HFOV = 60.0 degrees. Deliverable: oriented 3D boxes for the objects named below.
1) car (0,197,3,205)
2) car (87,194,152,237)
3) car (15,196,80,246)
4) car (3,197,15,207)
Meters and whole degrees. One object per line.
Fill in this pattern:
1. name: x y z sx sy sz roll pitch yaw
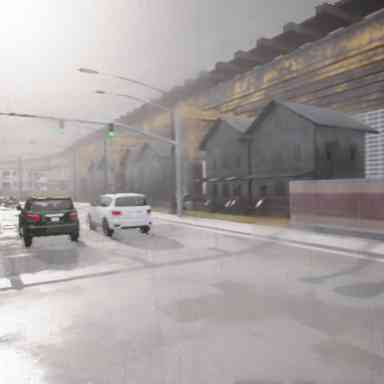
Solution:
1. car: -34.181 1.593 60.498 2.128 1.511 4.902 -2 1 -44
2. car: -3.994 1.119 17.751 2.150 2.045 5.566 -1 1 -30
3. car: -6.855 1.194 15.690 2.150 2.045 5.566 -1 1 -30
4. car: -27.686 1.536 51.291 1.837 1.490 4.892 -1 1 -31
